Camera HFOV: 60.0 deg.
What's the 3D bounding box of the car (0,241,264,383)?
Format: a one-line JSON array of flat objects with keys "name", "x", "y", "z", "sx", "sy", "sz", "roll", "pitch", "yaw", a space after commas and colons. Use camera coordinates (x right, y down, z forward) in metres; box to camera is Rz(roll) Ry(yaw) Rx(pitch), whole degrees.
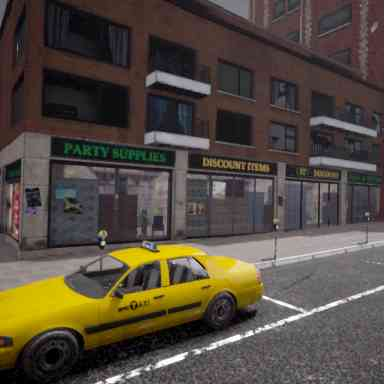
[{"name": "car", "x": -0.936, "y": 1.527, "z": 5.404, "sx": 4.829, "sy": 1.417, "sz": 1.752, "roll": 0, "pitch": 2, "yaw": -35}]
